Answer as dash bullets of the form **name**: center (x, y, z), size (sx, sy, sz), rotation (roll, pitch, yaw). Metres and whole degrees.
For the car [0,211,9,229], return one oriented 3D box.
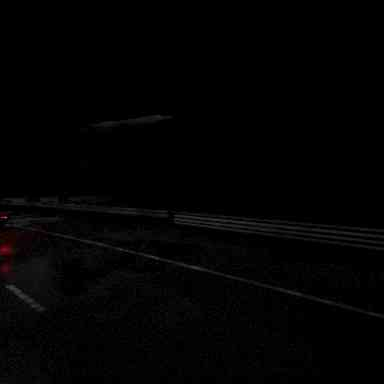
- **car**: center (-10.944, 1.216, 16.623), size (4.718, 1.301, 1.895), rotation (0, 4, 43)
